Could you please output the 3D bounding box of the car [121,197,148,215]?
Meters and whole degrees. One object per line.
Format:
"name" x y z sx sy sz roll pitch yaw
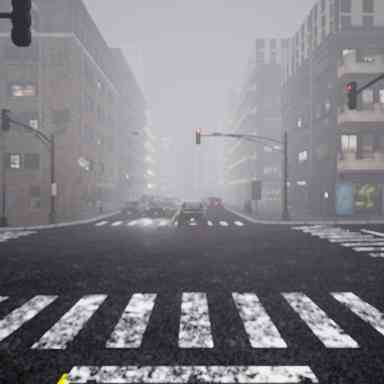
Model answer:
"car" -5.762 1.507 32.649 1.947 1.339 4.313 0 0 0

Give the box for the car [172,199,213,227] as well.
"car" 0.038 1.447 22.472 2.128 1.511 4.902 0 0 0

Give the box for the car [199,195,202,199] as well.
"car" 2.569 1.489 55.399 1.802 1.307 4.206 0 0 0

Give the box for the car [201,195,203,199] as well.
"car" 2.593 1.363 44.034 1.967 1.590 4.097 0 0 0

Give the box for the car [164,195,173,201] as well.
"car" -5.874 1.423 83.790 2.008 1.369 4.403 0 0 0

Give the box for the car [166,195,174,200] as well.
"car" -5.886 1.417 89.473 2.008 1.369 4.403 0 0 0

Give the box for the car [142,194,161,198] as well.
"car" -5.787 1.238 44.014 2.192 1.841 5.009 0 0 0

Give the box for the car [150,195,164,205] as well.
"car" -5.811 1.347 55.379 1.967 1.590 4.097 0 0 0

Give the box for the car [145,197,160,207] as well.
"car" -5.799 1.440 49.526 1.752 1.417 4.829 0 0 0

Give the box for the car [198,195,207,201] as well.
"car" 2.519 1.429 78.129 2.008 1.369 4.403 0 0 0

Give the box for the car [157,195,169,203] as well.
"car" -5.836 1.332 66.744 1.967 1.590 4.097 0 0 0

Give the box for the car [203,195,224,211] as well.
"car" 2.606 1.372 38.352 1.967 1.590 4.097 0 0 0

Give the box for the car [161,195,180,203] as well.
"car" -3.195 1.466 47.052 2.033 1.411 5.357 0 0 0

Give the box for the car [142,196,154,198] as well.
"car" -5.774 1.458 38.162 1.752 1.417 4.829 0 0 0

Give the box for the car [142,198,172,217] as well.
"car" -3.167 1.544 31.149 1.895 1.301 4.718 0 0 0
